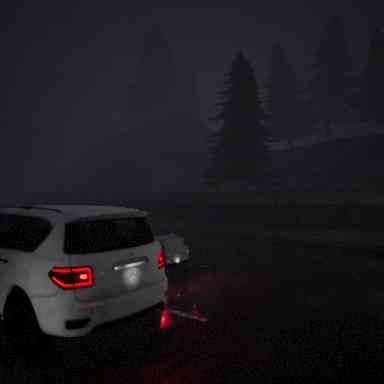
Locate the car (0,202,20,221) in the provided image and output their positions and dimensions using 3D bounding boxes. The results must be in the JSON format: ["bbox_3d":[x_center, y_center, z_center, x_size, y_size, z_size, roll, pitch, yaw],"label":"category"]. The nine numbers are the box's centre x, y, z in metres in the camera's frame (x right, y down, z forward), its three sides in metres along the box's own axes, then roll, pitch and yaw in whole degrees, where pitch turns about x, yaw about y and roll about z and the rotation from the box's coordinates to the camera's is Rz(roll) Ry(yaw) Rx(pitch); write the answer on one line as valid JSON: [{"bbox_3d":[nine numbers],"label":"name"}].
[{"bbox_3d":[-16.879,1.695,29.464,1.812,1.442,4.674,0,0,-41],"label":"car"}]

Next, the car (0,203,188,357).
[{"bbox_3d":[-2.955,1.257,6.377,5.566,2.045,2.150,0,0,38],"label":"car"}]

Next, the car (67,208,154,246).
[{"bbox_3d":[-4.144,1.609,16.511,4.674,1.442,1.812,0,0,41],"label":"car"}]
